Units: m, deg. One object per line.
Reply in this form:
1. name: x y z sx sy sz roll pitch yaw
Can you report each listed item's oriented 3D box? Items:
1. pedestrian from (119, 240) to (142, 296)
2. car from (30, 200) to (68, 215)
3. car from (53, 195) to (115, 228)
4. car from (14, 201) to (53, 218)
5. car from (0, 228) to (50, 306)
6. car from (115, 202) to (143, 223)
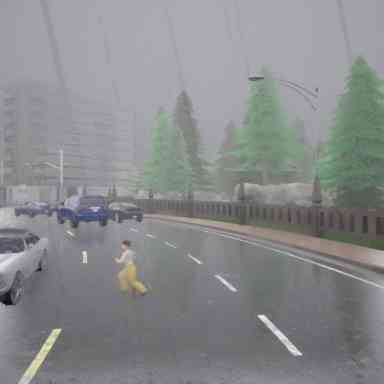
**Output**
1. pedestrian: -1.318 1.574 7.112 0.375 1.300 0.375 0 0 -11
2. car: -15.302 1.601 35.499 4.718 1.301 1.895 0 0 41
3. car: -7.464 1.221 22.530 2.150 2.045 5.566 0 0 -35
4. car: -14.532 1.526 30.563 4.674 1.442 1.812 0 0 39
5. car: -4.749 1.601 7.917 1.895 1.301 4.718 0 0 -14
6. car: -5.492 1.505 25.523 1.837 1.490 4.892 0 0 -36
